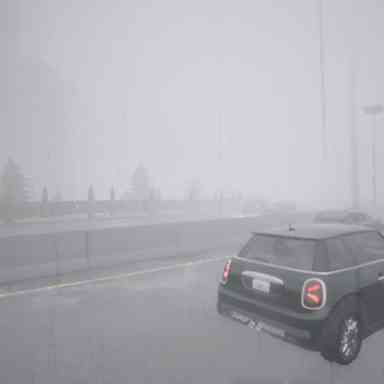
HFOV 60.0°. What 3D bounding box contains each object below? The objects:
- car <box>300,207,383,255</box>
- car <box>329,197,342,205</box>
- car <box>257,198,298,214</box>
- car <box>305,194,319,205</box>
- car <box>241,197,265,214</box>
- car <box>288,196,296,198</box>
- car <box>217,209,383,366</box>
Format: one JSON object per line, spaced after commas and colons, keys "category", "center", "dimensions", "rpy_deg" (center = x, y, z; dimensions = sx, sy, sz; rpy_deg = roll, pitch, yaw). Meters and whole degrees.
{"category": "car", "center": [6.741, 1.520, 14.368], "dimensions": [4.892, 1.490, 1.837], "rpy_deg": [0, 0, -43]}
{"category": "car", "center": [27.186, 1.768, 63.107], "dimensions": [1.812, 1.442, 4.674], "rpy_deg": [0, 0, 14]}
{"category": "car", "center": [8.793, 1.648, 32.741], "dimensions": [2.033, 1.411, 5.357], "rpy_deg": [0, 0, 37]}
{"category": "car", "center": [24.886, 1.534, 68.995], "dimensions": [2.150, 2.045, 5.566], "rpy_deg": [-1, 0, 11]}
{"category": "car", "center": [7.205, 1.482, 36.621], "dimensions": [2.097, 1.767, 4.553], "rpy_deg": [0, 0, 34]}
{"category": "car", "center": [22.070, 1.720, 73.271], "dimensions": [2.097, 1.767, 4.553], "rpy_deg": [-1, 0, 8]}
{"category": "car", "center": [2.646, 1.357, 6.104], "dimensions": [4.553, 1.767, 2.097], "rpy_deg": [0, 0, -39]}
